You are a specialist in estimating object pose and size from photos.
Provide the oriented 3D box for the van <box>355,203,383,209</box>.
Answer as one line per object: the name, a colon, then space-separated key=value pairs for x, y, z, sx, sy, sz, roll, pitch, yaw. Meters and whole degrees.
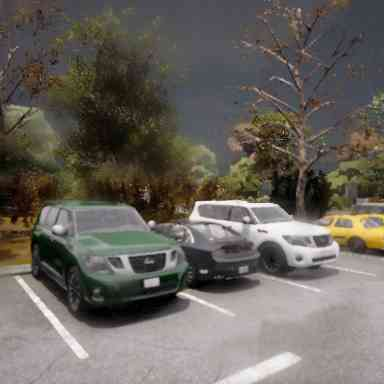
van: x=11.119 y=1.615 z=17.902 sx=1.878 sy=1.987 sz=4.442 roll=2 pitch=-1 yaw=-36

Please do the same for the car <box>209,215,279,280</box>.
car: x=-0.217 y=1.554 z=9.743 sx=2.231 sy=1.521 sz=4.892 roll=1 pitch=-1 yaw=-36

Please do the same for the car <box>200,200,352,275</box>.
car: x=2.047 y=1.342 z=11.385 sx=2.435 sy=2.045 sz=5.566 roll=1 pitch=-1 yaw=-36

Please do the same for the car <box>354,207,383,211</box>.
car: x=8.681 y=1.766 z=16.495 sx=1.946 sy=1.575 sz=5.366 roll=2 pitch=-1 yaw=-36

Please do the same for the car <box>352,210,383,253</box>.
car: x=6.533 y=1.703 z=14.926 sx=1.946 sy=1.575 sz=5.366 roll=1 pitch=-1 yaw=-36

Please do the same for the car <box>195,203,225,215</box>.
car: x=2.436 y=2.314 z=46.093 sx=1.994 sy=1.385 sz=4.181 roll=0 pitch=1 yaw=-36

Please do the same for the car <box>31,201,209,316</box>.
car: x=-2.349 y=1.267 z=8.143 sx=2.435 sy=2.045 sz=5.566 roll=1 pitch=-1 yaw=-36
